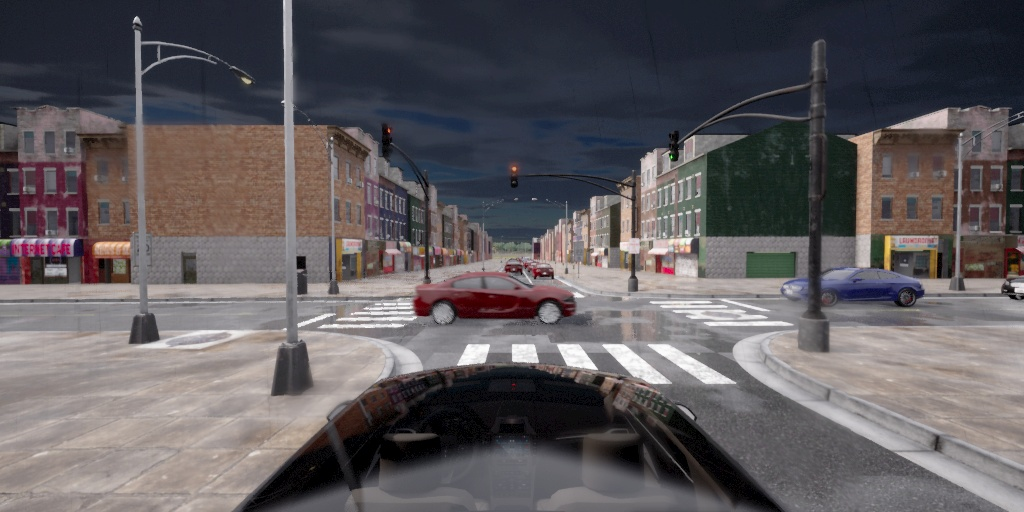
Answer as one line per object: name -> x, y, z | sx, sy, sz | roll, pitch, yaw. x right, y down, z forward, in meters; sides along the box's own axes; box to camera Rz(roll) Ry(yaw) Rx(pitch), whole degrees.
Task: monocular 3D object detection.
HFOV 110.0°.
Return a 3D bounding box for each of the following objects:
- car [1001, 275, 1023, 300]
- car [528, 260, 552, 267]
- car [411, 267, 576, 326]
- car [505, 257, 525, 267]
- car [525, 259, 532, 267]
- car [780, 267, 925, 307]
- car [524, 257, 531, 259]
car -> 22.461, 1.086, 14.069 | 4.902, 1.511, 2.128 | 0, 1, 0
car -> 2.698, 1.290, 31.665 | 1.888, 1.381, 4.507 | 0, 0, 0
car -> -0.542, 1.237, 11.189 | 5.008, 1.535, 1.882 | 0, 0, 0
car -> 0.183, 1.222, 39.738 | 1.882, 1.535, 5.008 | 0, 0, 0
car -> 2.721, 1.327, 42.730 | 1.802, 1.307, 4.207 | 0, 0, 0
car -> 13.299, 1.160, 14.113 | 4.674, 1.442, 1.812 | 0, 1, 1
car -> 2.744, 1.290, 53.795 | 1.888, 1.381, 4.507 | 0, 0, 0
